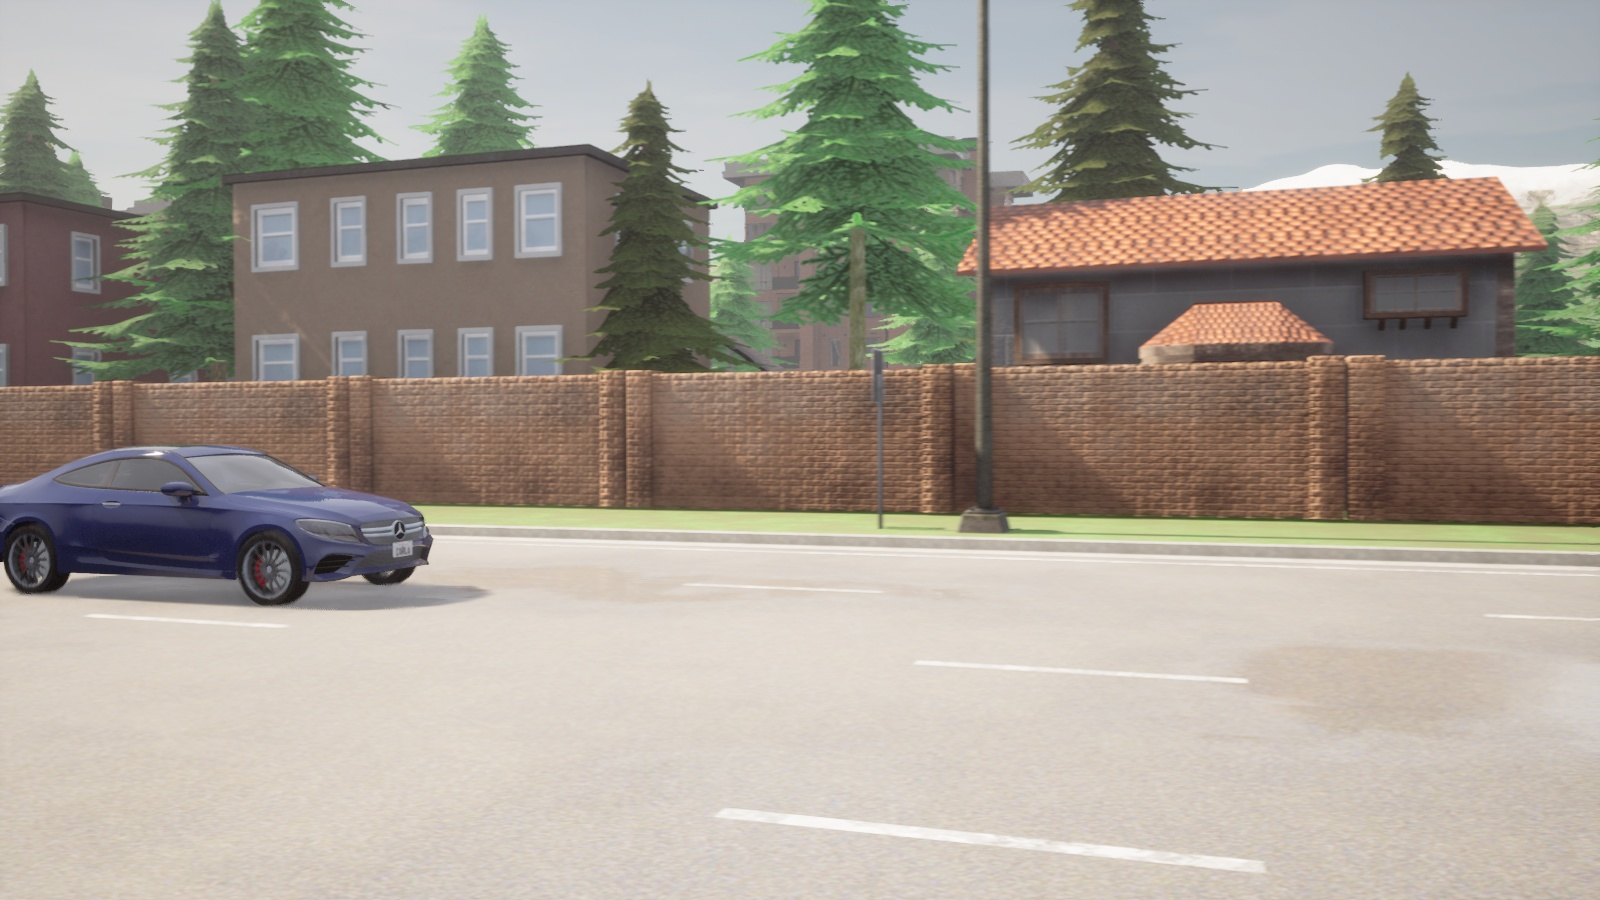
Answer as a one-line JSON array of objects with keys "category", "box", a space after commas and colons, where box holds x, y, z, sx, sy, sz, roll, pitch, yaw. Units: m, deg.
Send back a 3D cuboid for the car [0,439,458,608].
[{"category": "car", "box": [-5.959, 0.628, 12.584, 4.674, 1.442, 1.812, 1, 1, 19]}]
